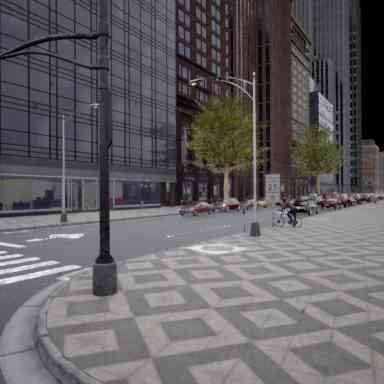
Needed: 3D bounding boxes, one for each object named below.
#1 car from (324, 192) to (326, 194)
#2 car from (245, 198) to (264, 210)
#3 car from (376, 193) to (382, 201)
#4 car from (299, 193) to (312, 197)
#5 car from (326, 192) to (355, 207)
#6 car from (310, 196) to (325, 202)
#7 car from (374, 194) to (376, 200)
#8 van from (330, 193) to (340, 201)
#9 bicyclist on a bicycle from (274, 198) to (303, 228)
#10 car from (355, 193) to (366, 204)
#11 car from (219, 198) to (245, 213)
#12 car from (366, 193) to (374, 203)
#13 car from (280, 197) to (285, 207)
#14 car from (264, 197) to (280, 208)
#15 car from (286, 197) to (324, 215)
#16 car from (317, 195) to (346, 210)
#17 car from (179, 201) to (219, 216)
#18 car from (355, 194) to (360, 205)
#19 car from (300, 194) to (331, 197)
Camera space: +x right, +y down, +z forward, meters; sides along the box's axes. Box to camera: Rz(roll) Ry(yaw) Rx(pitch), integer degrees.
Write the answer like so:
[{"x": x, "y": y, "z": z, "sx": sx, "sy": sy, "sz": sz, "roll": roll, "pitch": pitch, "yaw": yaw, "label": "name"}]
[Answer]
[{"x": 22.214, "y": 1.052, "z": 52.768, "sx": 2.150, "sy": 2.045, "sz": 5.566, "roll": -1, "pitch": 0, "yaw": 35, "label": "car"}, {"x": 6.882, "y": 1.495, "z": 40.986, "sx": 1.802, "sy": 1.307, "sz": 4.206, "roll": 0, "pitch": 0, "yaw": 35, "label": "car"}, {"x": 42.665, "y": 1.359, "z": 77.959, "sx": 1.802, "sy": 1.307, "sz": 4.206, "roll": -1, "pitch": 0, "yaw": 35, "label": "car"}, {"x": 19.667, "y": 1.416, "z": 59.571, "sx": 1.887, "sy": 1.381, "sz": 4.507, "roll": 0, "pitch": 0, "yaw": 35, "label": "car"}, {"x": 20.293, "y": 1.137, "z": 45.442, "sx": 2.192, "sy": 1.841, "sz": 5.009, "roll": 0, "pitch": 0, "yaw": 35, "label": "car"}, {"x": 26.061, "y": 1.419, "z": 68.864, "sx": 1.947, "sy": 1.339, "sz": 4.313, "roll": 0, "pitch": 0, "yaw": 35, "label": "car"}, {"x": 36.370, "y": 1.303, "z": 68.809, "sx": 1.752, "sy": 1.417, "sz": 4.829, "roll": -1, "pitch": 0, "yaw": 35, "label": "car"}, {"x": 35.647, "y": 1.186, "z": 82.803, "sx": 1.690, "sy": 1.788, "sz": 3.998, "roll": -1, "pitch": 0, "yaw": 35, "label": "van"}, {"x": 5.277, "y": 1.177, "z": 18.388, "sx": 1.656, "sy": 1.620, "sz": 0.582, "roll": -1, "pitch": 0, "yaw": 35, "label": "bicyclist on a bicycle"}, {"x": 26.684, "y": 1.118, "z": 54.733, "sx": 2.192, "sy": 1.841, "sz": 5.009, "roll": 0, "pitch": 0, "yaw": 35, "label": "car"}, {"x": 3.684, "y": 1.367, "z": 36.340, "sx": 1.967, "sy": 1.590, "sz": 4.097, "roll": 0, "pitch": 0, "yaw": 35, "label": "car"}, {"x": 33.077, "y": 1.100, "z": 64.024, "sx": 2.192, "sy": 1.841, "sz": 5.009, "roll": 0, "pitch": 0, "yaw": 35, "label": "car"}, {"x": 13.274, "y": 1.456, "z": 50.279, "sx": 1.947, "sy": 1.339, "sz": 4.313, "roll": 0, "pitch": 0, "yaw": 35, "label": "car"}, {"x": 9.981, "y": 1.426, "z": 45.492, "sx": 1.752, "sy": 1.417, "sz": 4.829, "roll": 0, "pitch": 0, "yaw": 35, "label": "car"}, {"x": 10.706, "y": 1.424, "z": 31.504, "sx": 1.947, "sy": 1.339, "sz": 4.313, "roll": 0, "pitch": 0, "yaw": 35, "label": "car"}, {"x": 17.097, "y": 1.377, "z": 40.796, "sx": 1.887, "sy": 1.381, "sz": 4.507, "roll": 0, "pitch": 0, "yaw": 35, "label": "car"}, {"x": 0.489, "y": 1.524, "z": 31.694, "sx": 1.802, "sy": 1.307, "sz": 4.206, "roll": 0, "pitch": 0, "yaw": 35, "label": "car"}, {"x": 23.490, "y": 1.378, "z": 50.086, "sx": 1.947, "sy": 1.339, "sz": 4.313, "roll": 0, "pitch": 0, "yaw": 35, "label": "car"}, {"x": 16.527, "y": 1.340, "z": 44.502, "sx": 2.128, "sy": 1.511, "sz": 4.902, "roll": -1, "pitch": 0, "yaw": 35, "label": "car"}]
